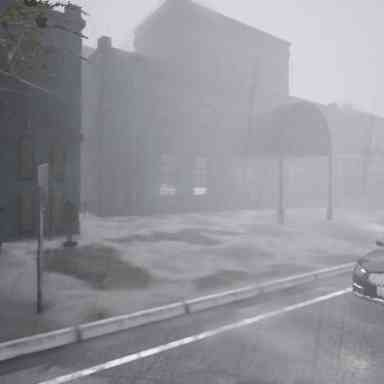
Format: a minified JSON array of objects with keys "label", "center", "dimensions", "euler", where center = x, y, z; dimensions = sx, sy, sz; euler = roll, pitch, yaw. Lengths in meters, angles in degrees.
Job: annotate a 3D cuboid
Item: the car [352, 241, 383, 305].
[{"label":"car","center":[5.403,1.492,7.192],"dimensions":[4.902,1.511,2.128],"euler":[0,0,-35]}]
